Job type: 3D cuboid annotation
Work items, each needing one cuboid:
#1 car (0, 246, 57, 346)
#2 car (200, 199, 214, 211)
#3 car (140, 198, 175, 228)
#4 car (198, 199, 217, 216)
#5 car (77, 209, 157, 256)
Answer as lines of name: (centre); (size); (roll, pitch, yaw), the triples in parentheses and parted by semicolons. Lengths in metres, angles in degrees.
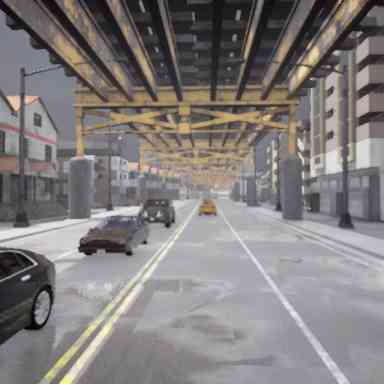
car: (-3.477, 1.547, 4.278); (1.837, 1.490, 4.892); (0, -1, 2)
car: (2.193, 1.808, 47.461); (1.837, 1.490, 4.892); (0, 0, 3)
car: (-2.503, 1.458, 24.759); (2.150, 2.045, 5.566); (0, 0, 3)
car: (1.737, 1.775, 37.065); (1.882, 1.535, 5.008); (0, 0, 3)
car: (-3.012, 1.692, 14.125); (2.033, 1.411, 5.357); (0, -1, 3)
